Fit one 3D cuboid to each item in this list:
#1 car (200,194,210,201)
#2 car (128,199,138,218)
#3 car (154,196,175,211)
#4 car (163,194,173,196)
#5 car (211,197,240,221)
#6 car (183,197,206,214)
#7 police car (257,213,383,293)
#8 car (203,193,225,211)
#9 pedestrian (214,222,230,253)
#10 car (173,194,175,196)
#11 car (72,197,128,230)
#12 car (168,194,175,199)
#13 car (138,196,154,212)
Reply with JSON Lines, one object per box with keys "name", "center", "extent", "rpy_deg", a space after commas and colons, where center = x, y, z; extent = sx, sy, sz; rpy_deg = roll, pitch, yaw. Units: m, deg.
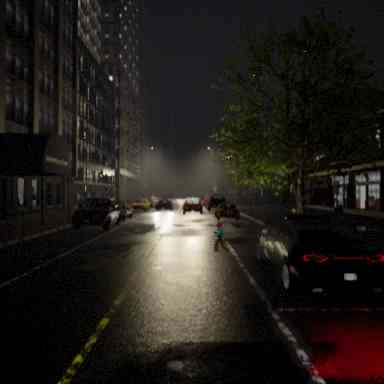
{"name": "car", "center": [2.716, 1.233, 70.392], "extent": [1.947, 1.339, 4.313], "rpy_deg": [1, 0, 0]}
{"name": "car", "center": [-5.673, 1.415, 25.854], "extent": [1.752, 1.417, 4.829], "rpy_deg": [1, 0, 0]}
{"name": "car", "center": [-3.089, 1.436, 37.581], "extent": [1.895, 1.301, 4.718], "rpy_deg": [0, 0, 0]}
{"name": "car", "center": [-5.664, 1.233, 70.392], "extent": [1.947, 1.339, 4.313], "rpy_deg": [1, 0, 0]}
{"name": "car", "center": [2.707, 1.414, 26.194], "extent": [1.752, 1.417, 4.829], "rpy_deg": [1, 0, 0]}
{"name": "car", "center": [0.084, 1.459, 32.831], "extent": [1.895, 1.301, 4.718], "rpy_deg": [0, 0, 0]}
{"name": "police car", "center": [3.002, 1.389, 8.885], "extent": [1.930, 1.638, 5.238], "rpy_deg": [0, 0, 0]}
{"name": "car", "center": [2.712, 1.153, 37.116], "extent": [2.192, 1.841, 5.009], "rpy_deg": [1, 0, 0]}
{"name": "pedestrian", "center": [1.034, 1.625, 11.765], "extent": [0.500, 1.100, 0.500], "rpy_deg": [1, -1, -4]}
{"name": "car", "center": [-5.661, 1.139, 87.029], "extent": [1.947, 1.339, 4.313], "rpy_deg": [1, 0, 0]}
{"name": "car", "center": [-5.671, 1.229, 20.478], "extent": [2.192, 1.841, 5.009], "rpy_deg": [1, 0, 0]}
{"name": "car", "center": [-5.660, 1.123, 92.575], "extent": [1.802, 1.307, 4.206], "rpy_deg": [1, 0, 0]}
{"name": "car", "center": [-5.671, 1.364, 36.946], "extent": [1.752, 1.417, 4.829], "rpy_deg": [1, 0, 0]}
